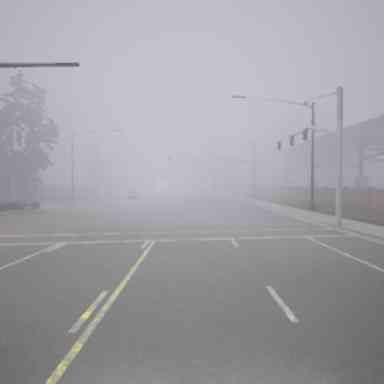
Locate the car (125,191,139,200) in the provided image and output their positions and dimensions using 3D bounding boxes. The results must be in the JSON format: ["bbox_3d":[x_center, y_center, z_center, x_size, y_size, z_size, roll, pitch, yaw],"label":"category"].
[{"bbox_3d":[-10.489,0.585,58.218,1.837,1.490,4.892,0,3,0],"label":"car"}]

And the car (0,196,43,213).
[{"bbox_3d":[-16.046,1.118,29.797,4.902,1.511,2.128,-1,3,-20],"label":"car"}]
